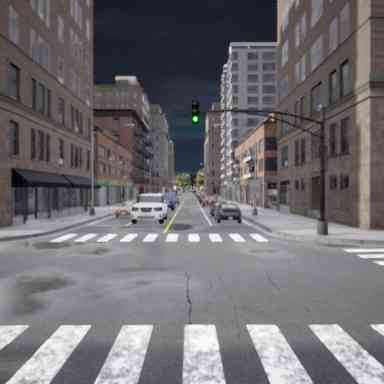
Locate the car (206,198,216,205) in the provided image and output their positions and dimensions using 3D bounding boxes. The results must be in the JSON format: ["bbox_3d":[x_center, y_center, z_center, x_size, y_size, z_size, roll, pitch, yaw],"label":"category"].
[{"bbox_3d":[2.479,1.458,29.542,1.802,1.307,4.206,0,0,0],"label":"car"}]

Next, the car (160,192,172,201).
[{"bbox_3d":[-5.792,0.990,74.944,2.192,1.841,5.009,0,0,0],"label":"car"}]

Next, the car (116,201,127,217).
[{"bbox_3d":[-5.545,1.401,29.327,1.752,1.417,4.829,0,0,0],"label":"car"}]

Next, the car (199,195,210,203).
[{"bbox_3d":[2.294,1.292,63.632,1.947,1.339,4.313,0,0,0],"label":"car"}]

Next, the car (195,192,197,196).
[{"bbox_3d":[2.233,1.242,74.995,1.947,1.339,4.313,0,0,0],"label":"car"}]

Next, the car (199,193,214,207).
[{"bbox_3d":[2.387,1.242,46.586,1.967,1.590,4.097,0,0,0],"label":"car"}]

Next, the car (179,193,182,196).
[{"bbox_3d":[-3.080,1.333,53.943,1.994,1.385,4.181,0,0,0],"label":"car"}]

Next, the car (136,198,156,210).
[{"bbox_3d":[-5.607,1.392,40.859,1.947,1.339,4.313,0,0,0],"label":"car"}]

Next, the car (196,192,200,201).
[{"bbox_3d":[2.325,1.066,57.949,2.192,1.841,5.009,0,0,0],"label":"car"}]

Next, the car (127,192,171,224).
[{"bbox_3d":[-2.974,1.120,24.211,2.150,2.045,5.566,0,0,0],"label":"car"}]

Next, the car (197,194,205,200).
[{"bbox_3d":[2.201,1.175,80.846,1.752,1.417,4.829,0,0,0],"label":"car"}]

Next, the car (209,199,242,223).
[{"bbox_3d":[2.510,1.451,23.860,2.008,1.369,4.403,0,0,0],"label":"car"}]

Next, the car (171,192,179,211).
[{"bbox_3d":[-3.040,1.061,38.159,2.150,2.045,5.566,0,0,0],"label":"car"}]

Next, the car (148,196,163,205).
[{"bbox_3d":[-5.669,1.327,52.221,2.008,1.369,4.403,0,0,0],"label":"car"}]
